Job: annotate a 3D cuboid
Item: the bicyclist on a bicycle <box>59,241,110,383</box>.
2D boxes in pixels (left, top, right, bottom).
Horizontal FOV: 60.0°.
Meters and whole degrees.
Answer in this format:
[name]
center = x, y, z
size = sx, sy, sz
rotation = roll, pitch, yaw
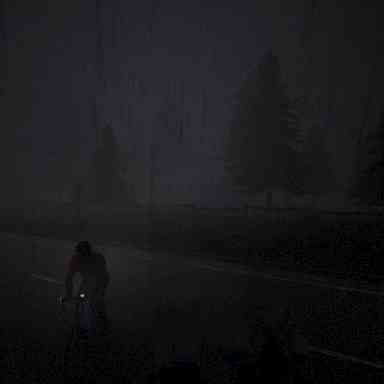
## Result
[bicyclist on a bicycle]
center = -1.386, 1.455, 4.462
size = 0.582, 1.620, 1.656
rotation = 0, 2, 1
